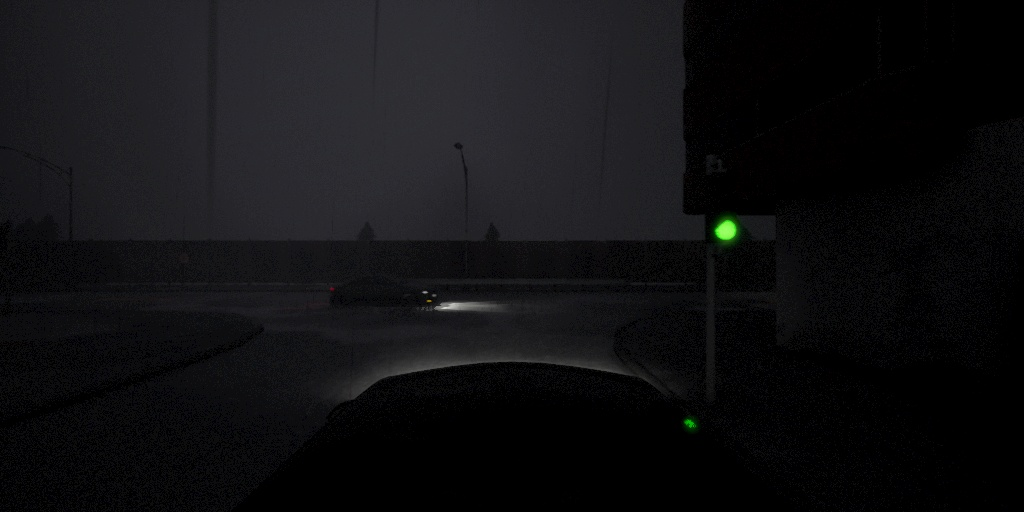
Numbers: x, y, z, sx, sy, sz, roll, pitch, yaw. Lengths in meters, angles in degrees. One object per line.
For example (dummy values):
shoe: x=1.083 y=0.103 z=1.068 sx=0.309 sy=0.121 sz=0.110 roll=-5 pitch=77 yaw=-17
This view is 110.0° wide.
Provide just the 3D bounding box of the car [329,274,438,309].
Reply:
car: x=-5.247 y=1.453 z=14.898 sx=4.181 sy=1.385 sz=1.994 roll=0 pitch=0 yaw=0
